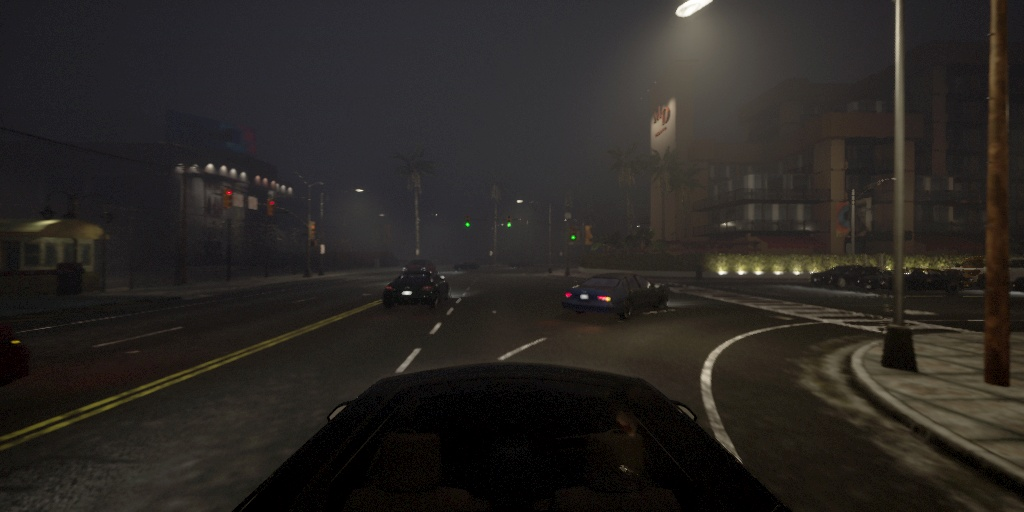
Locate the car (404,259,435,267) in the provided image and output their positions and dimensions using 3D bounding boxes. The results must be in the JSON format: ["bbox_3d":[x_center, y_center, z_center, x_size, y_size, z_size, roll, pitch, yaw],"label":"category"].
[{"bbox_3d":[-7.752,1.048,29.985,2.097,1.767,4.553,0,0,0],"label":"car"}]

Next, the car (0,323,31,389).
[{"bbox_3d":[-7.176,1.239,2.712,1.812,1.442,4.674,0,0,-2],"label":"car"}]

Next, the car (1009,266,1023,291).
[{"bbox_3d":[32.274,1.469,20.984,4.181,1.385,1.994,0,0,-2],"label":"car"}]

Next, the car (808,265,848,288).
[{"bbox_3d":[22.772,1.359,24.159,4.892,1.490,1.837,0,0,-2],"label":"car"}]

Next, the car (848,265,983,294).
[{"bbox_3d":[23.084,1.405,20.670,5.357,1.411,2.033,0,0,-2],"label":"car"}]

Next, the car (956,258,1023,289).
[{"bbox_3d":[32.615,1.126,24.495,5.566,2.045,2.150,0,0,-2],"label":"car"}]

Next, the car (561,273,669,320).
[{"bbox_3d":[3.896,1.311,12.909,2.033,1.411,5.357,0,0,42],"label":"car"}]

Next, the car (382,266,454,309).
[{"bbox_3d":[-3.797,1.288,14.791,1.994,1.385,4.181,0,0,-2],"label":"car"}]

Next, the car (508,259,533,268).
[{"bbox_3d":[1.574,1.274,61.937,2.033,1.411,5.357,0,0,38],"label":"car"}]

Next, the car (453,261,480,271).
[{"bbox_3d":[-5.965,1.296,47.220,1.895,1.301,4.718,0,0,17],"label":"car"}]
